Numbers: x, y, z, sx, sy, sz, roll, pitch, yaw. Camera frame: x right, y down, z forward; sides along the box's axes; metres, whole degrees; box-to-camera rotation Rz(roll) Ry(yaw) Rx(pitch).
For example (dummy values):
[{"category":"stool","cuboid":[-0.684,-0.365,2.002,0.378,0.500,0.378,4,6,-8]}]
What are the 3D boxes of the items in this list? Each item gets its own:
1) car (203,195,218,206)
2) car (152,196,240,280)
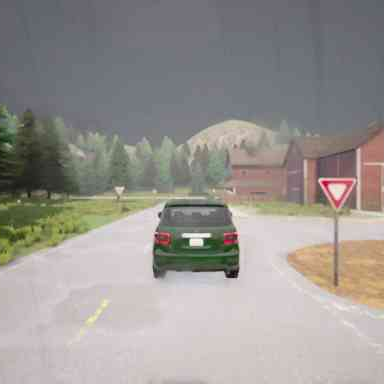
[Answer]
[{"category":"car","cuboid":[2.960,1.350,53.593,1.816,1.474,4.193,-6,1,-2]},{"category":"car","cuboid":[0.098,1.202,10.052,2.150,2.045,5.566,0,0,0]}]
